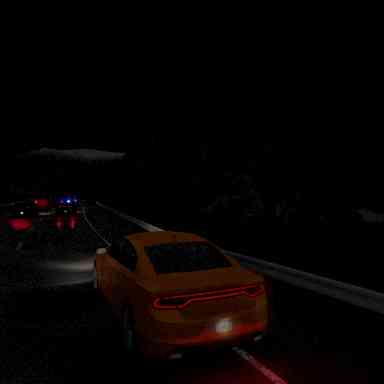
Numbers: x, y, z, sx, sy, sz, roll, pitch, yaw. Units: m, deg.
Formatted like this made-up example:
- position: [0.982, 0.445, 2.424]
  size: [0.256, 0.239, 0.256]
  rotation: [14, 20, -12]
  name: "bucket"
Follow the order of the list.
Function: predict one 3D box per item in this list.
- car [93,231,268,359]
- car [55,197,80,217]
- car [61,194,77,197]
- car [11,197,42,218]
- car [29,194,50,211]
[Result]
- position: [-0.640, 1.478, 6.295]
  size: [1.882, 1.535, 5.008]
  rotation: [0, 0, -25]
  name: "car"
- position: [-11.882, 1.491, 31.546]
  size: [2.128, 1.511, 4.902]
  rotation: [0, 0, -19]
  name: "car"
- position: [-15.290, 1.221, 41.448]
  size: [2.150, 2.045, 5.566]
  rotation: [0, 0, -18]
  name: "car"
- position: [-15.059, 1.505, 30.161]
  size: [1.837, 1.490, 4.892]
  rotation: [0, 0, -19]
  name: "car"
- position: [-18.458, 1.221, 40.060]
  size: [2.150, 2.045, 5.566]
  rotation: [0, 0, -19]
  name: "car"
